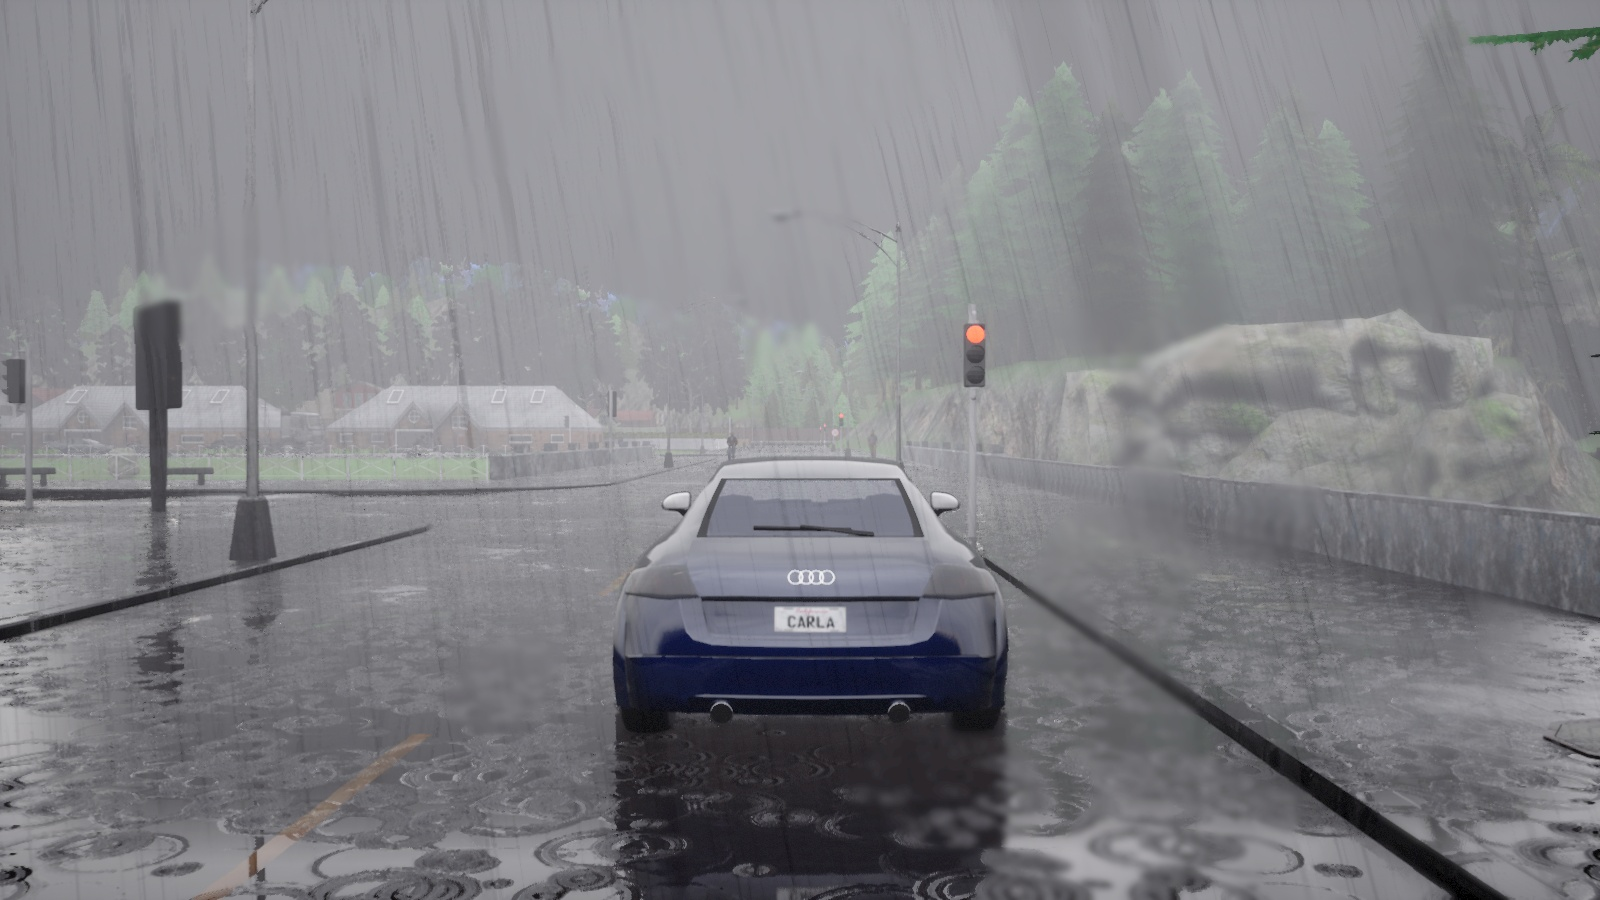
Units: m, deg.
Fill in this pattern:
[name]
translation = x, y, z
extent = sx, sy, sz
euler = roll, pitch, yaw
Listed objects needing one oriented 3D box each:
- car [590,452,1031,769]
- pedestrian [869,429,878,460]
[car]
translation = 0.065, 0.730, 7.776
extent = 1.994, 1.385, 4.181
euler = 0, 1, 1
[pedestrian]
translation = 4.494, -0.329, 76.779
extent = 0.540, 1.848, 0.694
euler = 0, 1, 1
